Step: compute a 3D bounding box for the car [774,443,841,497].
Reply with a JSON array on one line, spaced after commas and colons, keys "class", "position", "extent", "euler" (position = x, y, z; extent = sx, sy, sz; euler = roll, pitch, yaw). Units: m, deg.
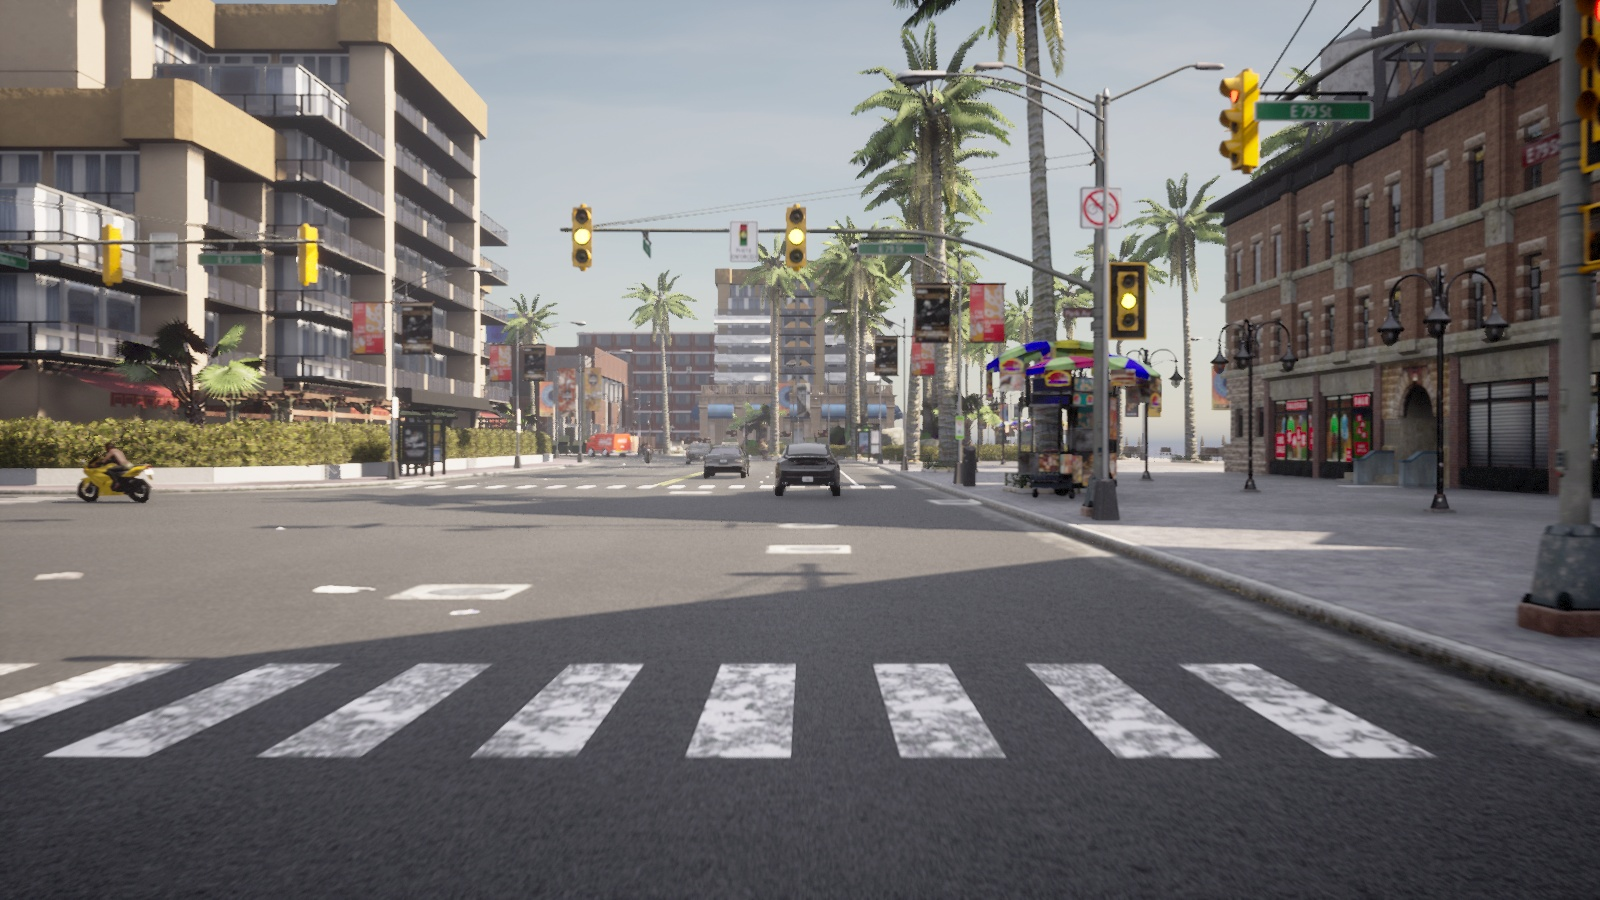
[{"class": "car", "position": [0.224, 0.543, 36.942], "extent": [1.837, 1.490, 4.892], "euler": [0, 0, 0]}]

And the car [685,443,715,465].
[{"class": "car", "position": [-6.954, 0.256, 86.891], "extent": [1.837, 1.490, 4.892], "euler": [0, 0, -7]}]

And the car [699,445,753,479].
[{"class": "car", "position": [-3.174, 0.482, 54.855], "extent": [2.033, 1.411, 5.357], "euler": [0, 0, 0]}]

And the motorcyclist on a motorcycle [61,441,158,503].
[{"class": "motorcyclist on a motorcycle", "position": [-17.233, 0.539, 31.363], "extent": [2.044, 1.523, 0.797], "euler": [0, 1, 8]}]
